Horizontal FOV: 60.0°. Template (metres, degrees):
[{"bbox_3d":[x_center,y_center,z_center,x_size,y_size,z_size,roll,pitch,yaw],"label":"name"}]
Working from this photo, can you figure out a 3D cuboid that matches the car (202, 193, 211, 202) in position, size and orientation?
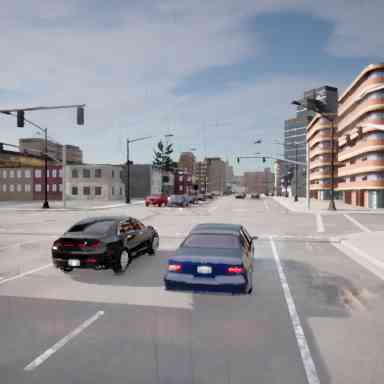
[{"bbox_3d":[1.763,1.119,65.907,2.033,1.411,5.357,0,1,12],"label":"car"}]

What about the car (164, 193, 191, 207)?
[{"bbox_3d":[-1.949,1.223,47.347,2.097,1.767,4.553,0,1,11],"label":"car"}]

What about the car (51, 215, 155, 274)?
[{"bbox_3d":[-2.489,1.506,10.677,1.837,1.490,4.892,0,0,11],"label":"car"}]

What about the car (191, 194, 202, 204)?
[{"bbox_3d":[-0.190,1.235,56.257,2.128,1.511,4.902,0,1,11],"label":"car"}]

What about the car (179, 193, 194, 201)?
[{"bbox_3d":[-1.135,1.073,69.154,2.033,1.411,5.357,0,1,11],"label":"car"}]

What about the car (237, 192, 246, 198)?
[{"bbox_3d":[12.937,0.753,86.337,1.994,1.385,4.181,0,1,11],"label":"car"}]

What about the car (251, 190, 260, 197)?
[{"bbox_3d":[16.341,0.464,85.506,2.097,1.767,4.553,0,1,11],"label":"car"}]

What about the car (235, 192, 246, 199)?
[{"bbox_3d":[11.006,0.952,76.488,1.895,1.301,4.718,0,1,11],"label":"car"}]

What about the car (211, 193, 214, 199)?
[{"bbox_3d":[3.804,0.862,76.148,1.882,1.535,5.008,0,1,11],"label":"car"}]

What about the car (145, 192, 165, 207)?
[{"bbox_3d":[-5.157,1.080,49.222,2.150,2.045,5.566,0,1,11],"label":"car"}]

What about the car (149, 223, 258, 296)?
[{"bbox_3d":[0.721,1.548,8.890,2.033,1.411,5.357,0,0,11],"label":"car"}]

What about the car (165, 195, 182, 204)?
[{"bbox_3d":[-3.255,1.238,58.780,1.812,1.442,4.674,0,1,12],"label":"car"}]

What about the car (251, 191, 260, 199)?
[{"bbox_3d":[14.338,0.881,75.302,2.128,1.511,4.902,0,1,11],"label":"car"}]
